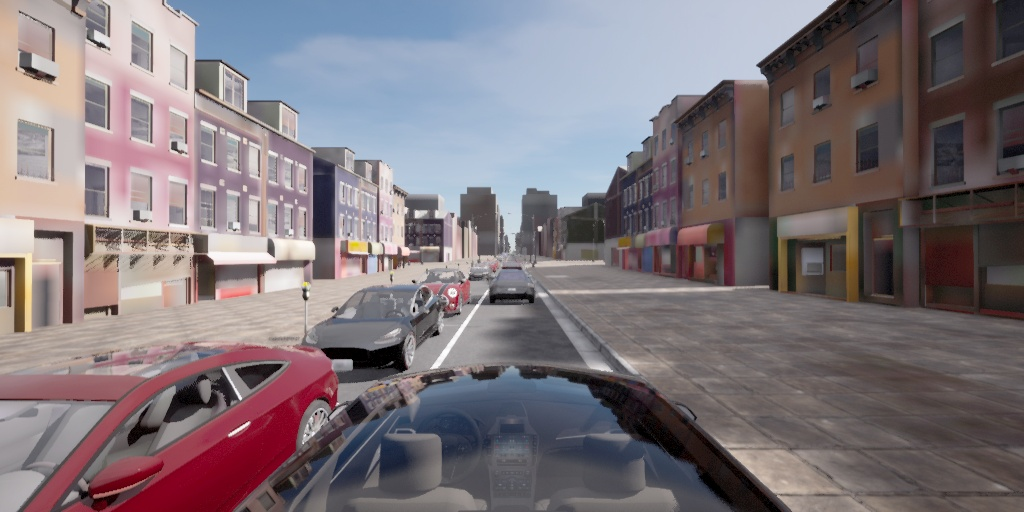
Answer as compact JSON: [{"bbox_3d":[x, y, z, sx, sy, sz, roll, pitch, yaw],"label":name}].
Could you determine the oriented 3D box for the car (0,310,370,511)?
[{"bbox_3d":[-2.637,1.329,2.192,1.802,1.307,4.207,0,0,0],"label":"car"}]

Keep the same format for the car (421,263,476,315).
[{"bbox_3d":[-2.637,1.187,13.259,1.967,1.591,4.097,0,0,0],"label":"car"}]

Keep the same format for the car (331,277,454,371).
[{"bbox_3d":[-2.637,1.313,7.726,1.948,1.339,4.313,0,0,0],"label":"car"}]

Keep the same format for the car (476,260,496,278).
[{"bbox_3d":[-2.637,1.254,29.876,2.007,1.370,4.403,0,0,0],"label":"car"}]

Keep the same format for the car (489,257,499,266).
[{"bbox_3d":[-2.637,1.166,40.951,1.888,1.381,4.507,0,0,0],"label":"car"}]

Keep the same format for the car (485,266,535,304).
[{"bbox_3d":[0.000,1.319,16.499,1.994,1.385,4.181,0,0,0],"label":"car"}]

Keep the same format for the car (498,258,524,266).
[{"bbox_3d":[0.000,1.179,31.496,1.882,1.535,5.008,0,0,0],"label":"car"}]

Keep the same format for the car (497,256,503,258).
[{"bbox_3d":[-2.637,1.022,51.853,1.751,1.417,4.829,0,0,0],"label":"car"}]
